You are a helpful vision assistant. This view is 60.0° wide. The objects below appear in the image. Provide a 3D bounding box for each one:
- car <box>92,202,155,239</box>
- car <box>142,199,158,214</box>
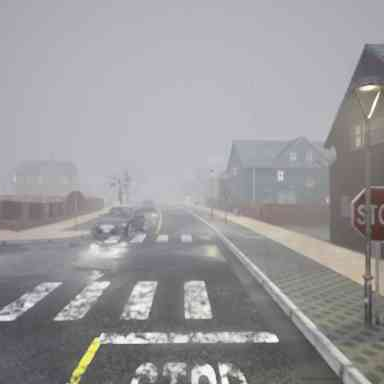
[{"bbox_3d":[-3.723,1.548,17.887,2.128,1.511,4.902,0,0,6],"label":"car"},{"bbox_3d":[-4.935,1.618,37.144,1.837,1.490,4.892,0,0,-6],"label":"car"}]
